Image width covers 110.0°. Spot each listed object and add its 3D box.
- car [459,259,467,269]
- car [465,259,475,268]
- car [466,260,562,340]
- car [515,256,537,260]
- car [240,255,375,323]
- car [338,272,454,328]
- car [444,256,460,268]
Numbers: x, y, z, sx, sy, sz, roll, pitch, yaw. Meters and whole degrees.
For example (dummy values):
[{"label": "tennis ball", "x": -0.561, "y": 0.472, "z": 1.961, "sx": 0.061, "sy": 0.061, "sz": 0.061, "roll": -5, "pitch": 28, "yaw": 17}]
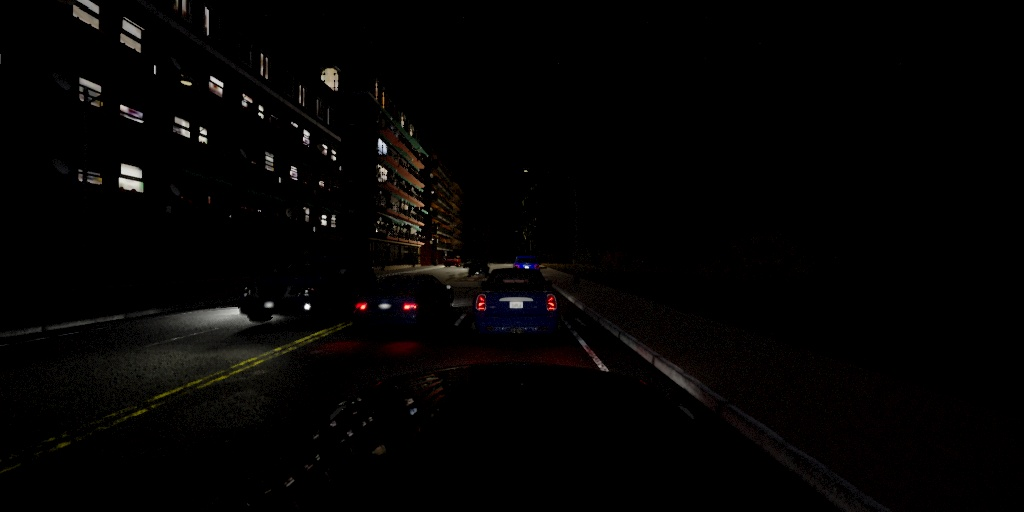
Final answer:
[{"label": "car", "x": -6.576, "y": 1.257, "z": 56.040, "sx": 1.837, "sy": 1.490, "sz": 4.892, "roll": 0, "pitch": 0, "yaw": 0}, {"label": "car", "x": -3.141, "y": 1.261, "z": 34.963, "sx": 1.837, "sy": 1.490, "sz": 4.892, "roll": 0, "pitch": 1, "yaw": 0}, {"label": "car", "x": 0.100, "y": 1.103, "z": 10.083, "sx": 2.097, "sy": 1.767, "sz": 4.553, "roll": 0, "pitch": 0, "yaw": 0}, {"label": "car", "x": 1.145, "y": 0.979, "z": 30.037, "sx": 2.150, "sy": 2.045, "sz": 5.566, "roll": 0, "pitch": 0, "yaw": 0}, {"label": "car", "x": -6.600, "y": 0.973, "z": 12.505, "sx": 2.150, "sy": 2.045, "sz": 5.566, "roll": 0, "pitch": 0, "yaw": 0}, {"label": "car", "x": -3.150, "y": 1.299, "z": 11.392, "sx": 2.033, "sy": 1.411, "sz": 5.357, "roll": 0, "pitch": 0, "yaw": 0}, {"label": "car", "x": -9.815, "y": 0.976, "z": 59.497, "sx": 2.150, "sy": 2.045, "sz": 5.566, "roll": 0, "pitch": 0, "yaw": 0}]
